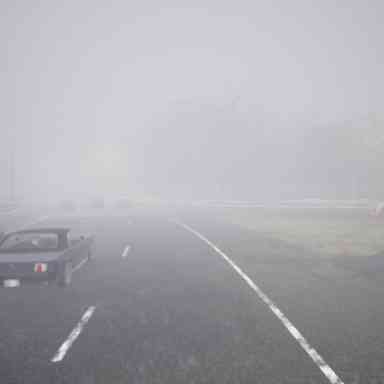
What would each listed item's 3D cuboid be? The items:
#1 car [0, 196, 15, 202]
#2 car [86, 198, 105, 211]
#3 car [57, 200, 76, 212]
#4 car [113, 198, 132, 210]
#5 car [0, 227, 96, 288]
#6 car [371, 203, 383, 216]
[{"bbox_3d":[-46.777,1.660,82.616,4.902,1.511,2.128,0,0,36],"label":"car"},{"bbox_3d":[-12.587,1.592,43.139,1.837,1.490,4.892,0,1,-25],"label":"car"},{"bbox_3d":[-15.469,1.653,41.032,2.033,1.411,5.357,0,0,-25],"label":"car"},{"bbox_3d":[-9.292,1.587,44.345,1.812,1.442,4.674,0,0,-25],"label":"car"},{"bbox_3d":[-3.975,1.628,9.183,1.895,1.301,4.718,0,0,-5],"label":"car"},{"bbox_3d":[17.928,1.224,28.481,4.553,1.767,2.097,-1,0,14],"label":"car"}]
